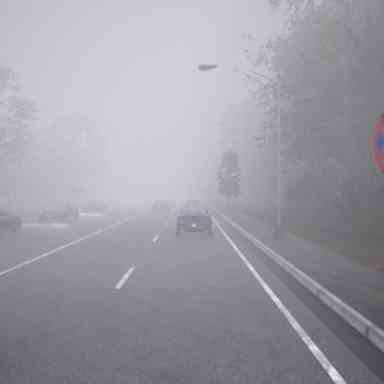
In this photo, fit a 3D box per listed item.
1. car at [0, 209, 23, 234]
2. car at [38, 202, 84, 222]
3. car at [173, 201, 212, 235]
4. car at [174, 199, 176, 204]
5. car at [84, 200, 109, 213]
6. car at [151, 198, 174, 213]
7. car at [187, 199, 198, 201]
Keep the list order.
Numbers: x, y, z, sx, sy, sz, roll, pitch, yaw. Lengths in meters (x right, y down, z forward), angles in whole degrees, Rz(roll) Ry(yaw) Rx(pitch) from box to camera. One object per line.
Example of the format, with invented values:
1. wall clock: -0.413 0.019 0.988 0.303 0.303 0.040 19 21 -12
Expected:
1. car: -10.527 1.563 17.008 1.994 1.385 4.181 0 0 2
2. car: -10.502 1.525 26.612 1.812 1.442 4.674 0 0 0
3. car: 0.098 1.477 18.745 1.882 1.535 5.008 0 0 0
4. car: -3.501 1.563 50.030 1.994 1.385 4.181 0 0 0
5. car: -10.503 1.563 36.639 1.994 1.385 4.181 0 0 0
6. car: -3.403 1.563 36.922 1.994 1.385 4.181 0 0 0
7. car: 0.018 1.547 40.134 2.033 1.411 5.357 0 0 0
